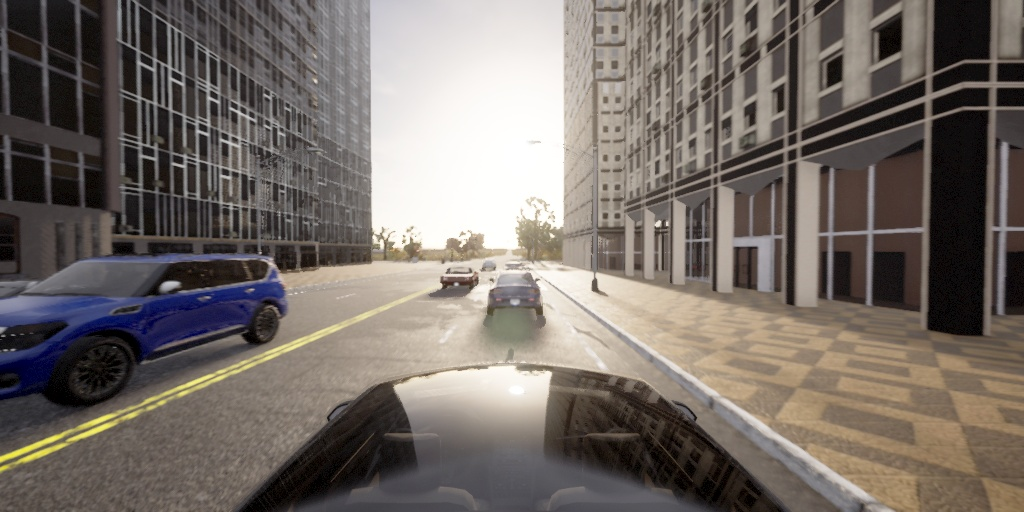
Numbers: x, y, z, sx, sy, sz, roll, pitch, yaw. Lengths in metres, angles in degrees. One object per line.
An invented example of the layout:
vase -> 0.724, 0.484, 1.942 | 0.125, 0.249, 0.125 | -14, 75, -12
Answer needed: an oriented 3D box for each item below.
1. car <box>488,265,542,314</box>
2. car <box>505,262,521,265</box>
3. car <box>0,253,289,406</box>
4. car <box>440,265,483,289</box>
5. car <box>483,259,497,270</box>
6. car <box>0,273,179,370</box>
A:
car -> 0.100, 1.251, 13.464 | 1.812, 1.442, 4.674 | 0, 0, 0
car -> 0.101, 1.230, 31.446 | 2.033, 1.411, 5.357 | 0, 0, 0
car -> -6.599, 0.963, 6.591 | 2.150, 2.045, 5.566 | 0, 0, 0
car -> -3.150, 1.306, 22.562 | 1.895, 1.301, 4.718 | 0, 0, 0
car -> -3.149, 1.158, 50.549 | 1.812, 1.442, 4.674 | 0, 0, 0
car -> -9.849, 1.219, 7.078 | 1.882, 1.535, 5.008 | 0, 0, 0
